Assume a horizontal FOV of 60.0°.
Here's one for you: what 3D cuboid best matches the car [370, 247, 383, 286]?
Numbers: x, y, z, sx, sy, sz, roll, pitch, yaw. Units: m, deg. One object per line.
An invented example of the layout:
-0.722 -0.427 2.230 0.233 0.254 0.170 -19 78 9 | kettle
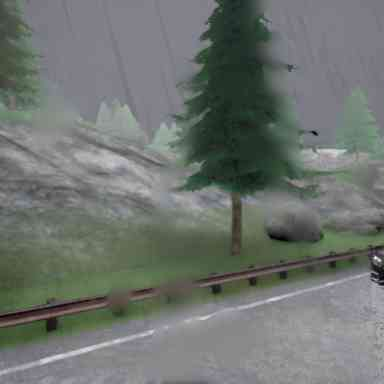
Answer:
6.461 1.589 8.497 4.902 1.511 2.128 1 0 -35 | car
